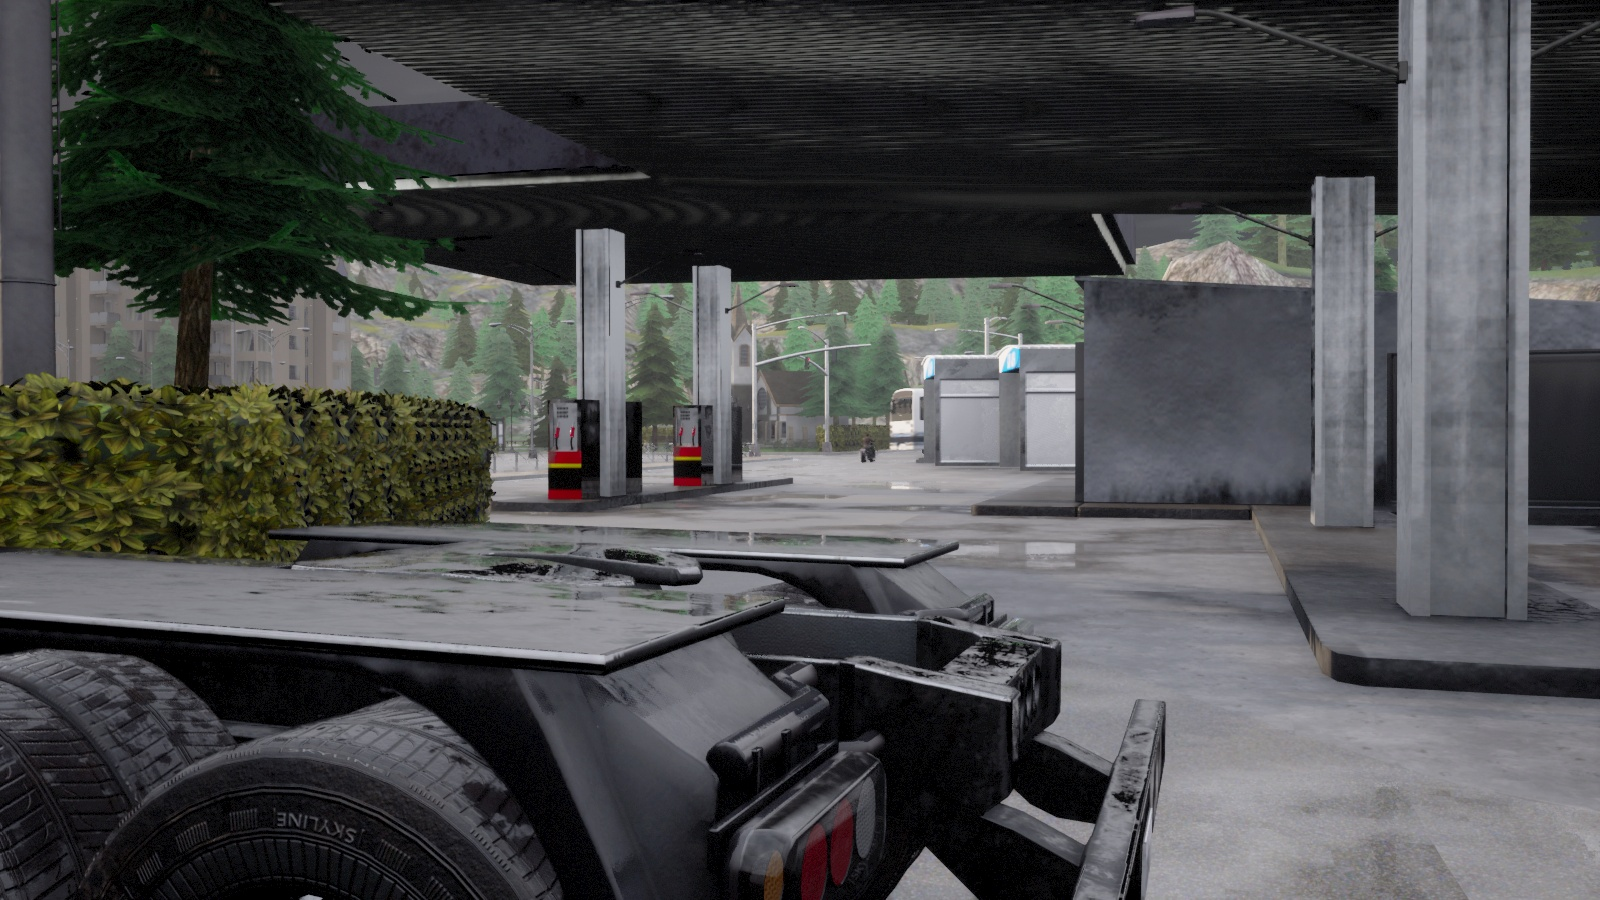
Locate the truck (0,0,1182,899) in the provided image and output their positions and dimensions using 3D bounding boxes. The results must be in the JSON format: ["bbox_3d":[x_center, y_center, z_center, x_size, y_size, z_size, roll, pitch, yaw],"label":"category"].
[{"bbox_3d":[-2.955,-0.168,4.152,7.936,3.462,2.891,1,0,18],"label":"truck"}]

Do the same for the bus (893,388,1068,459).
[{"bbox_3d":[11.278,-1.571,78.393,10.273,4.253,3.944,0,0,-22],"label":"bus"}]

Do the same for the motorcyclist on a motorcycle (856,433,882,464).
[{"bbox_3d":[3.697,-0.095,67.314,0.766,1.649,2.350,1,1,19],"label":"motorcyclist on a motorcycle"}]
